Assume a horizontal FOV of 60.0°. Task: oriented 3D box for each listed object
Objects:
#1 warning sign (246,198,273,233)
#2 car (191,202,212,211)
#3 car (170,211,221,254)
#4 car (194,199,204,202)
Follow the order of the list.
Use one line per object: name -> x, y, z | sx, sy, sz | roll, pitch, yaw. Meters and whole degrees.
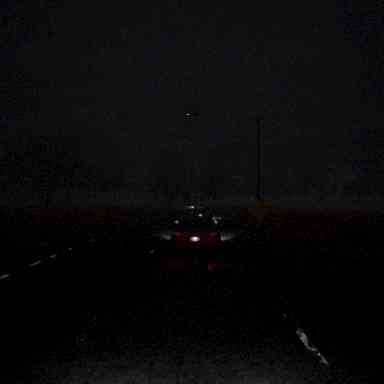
warning sign -> 3.924, 1.323, 19.350 | 1.300, 1.860, 1.060 | 2, 2, 2
car -> 0.800, 1.871, 29.208 | 1.994, 1.385, 4.181 | 0, -1, 4
car -> 0.176, 1.710, 14.223 | 1.994, 1.385, 4.181 | 0, -1, 2
car -> 1.551, 2.342, 72.035 | 2.128, 1.511, 4.902 | 0, -1, 8
